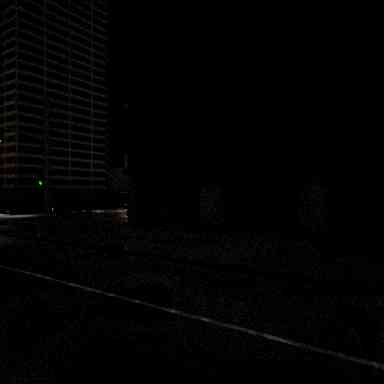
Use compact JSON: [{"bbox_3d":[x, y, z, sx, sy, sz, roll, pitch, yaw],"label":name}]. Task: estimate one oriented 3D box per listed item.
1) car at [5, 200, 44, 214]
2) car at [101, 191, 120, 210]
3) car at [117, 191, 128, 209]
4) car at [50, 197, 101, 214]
[{"bbox_3d":[-17.084,1.557,35.866,2.033,1.411,5.357,0,0,35],"label":"car"},{"bbox_3d":[-10.956,1.231,44.588,2.150,2.045,5.566,0,0,35],"label":"car"},{"bbox_3d":[-6.808,1.230,44.394,2.150,2.045,5.566,0,0,36],"label":"car"},{"bbox_3d":[-12.773,1.500,35.914,2.128,1.511,4.902,0,0,35],"label":"car"}]
